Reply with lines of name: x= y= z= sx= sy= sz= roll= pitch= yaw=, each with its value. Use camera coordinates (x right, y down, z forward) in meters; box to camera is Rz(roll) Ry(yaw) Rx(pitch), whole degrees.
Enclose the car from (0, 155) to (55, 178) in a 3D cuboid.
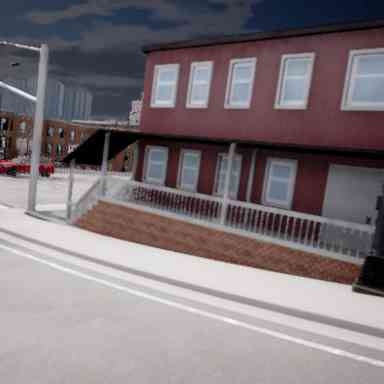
car: x=-16.298 y=-2.546 z=32.608 sx=2.150 sy=2.045 sz=5.566 roll=11 pitch=6 yaw=35
